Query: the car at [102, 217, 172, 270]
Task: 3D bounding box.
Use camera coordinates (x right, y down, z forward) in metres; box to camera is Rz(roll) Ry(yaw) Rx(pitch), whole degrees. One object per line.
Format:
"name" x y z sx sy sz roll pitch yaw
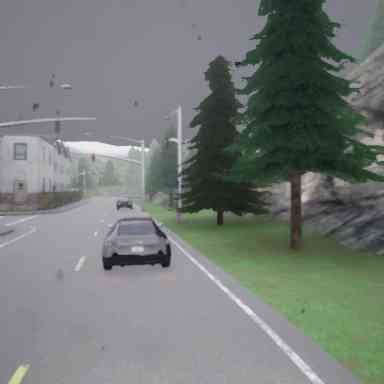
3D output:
"car" -1.844 1.511 10.971 1.994 1.385 4.181 0 0 -11

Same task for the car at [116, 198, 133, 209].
"car" -8.318 1.412 40.910 1.895 1.301 4.718 0 0 -12
